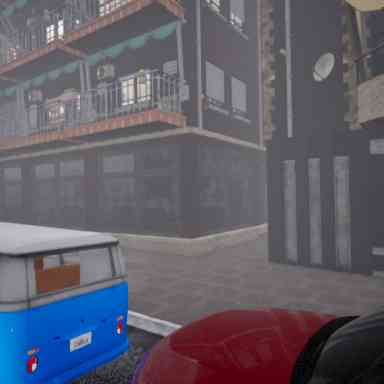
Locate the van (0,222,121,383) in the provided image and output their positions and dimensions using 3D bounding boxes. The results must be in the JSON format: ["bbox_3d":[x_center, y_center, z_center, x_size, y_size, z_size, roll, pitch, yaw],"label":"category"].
[{"bbox_3d":[-2.683,1.343,4.588,3.998,1.788,1.690,0,-1,35],"label":"van"}]

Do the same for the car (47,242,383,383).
[{"bbox_3d":[1.840,1.315,1.403,5.009,1.841,2.192,0,-1,35],"label":"car"}]
